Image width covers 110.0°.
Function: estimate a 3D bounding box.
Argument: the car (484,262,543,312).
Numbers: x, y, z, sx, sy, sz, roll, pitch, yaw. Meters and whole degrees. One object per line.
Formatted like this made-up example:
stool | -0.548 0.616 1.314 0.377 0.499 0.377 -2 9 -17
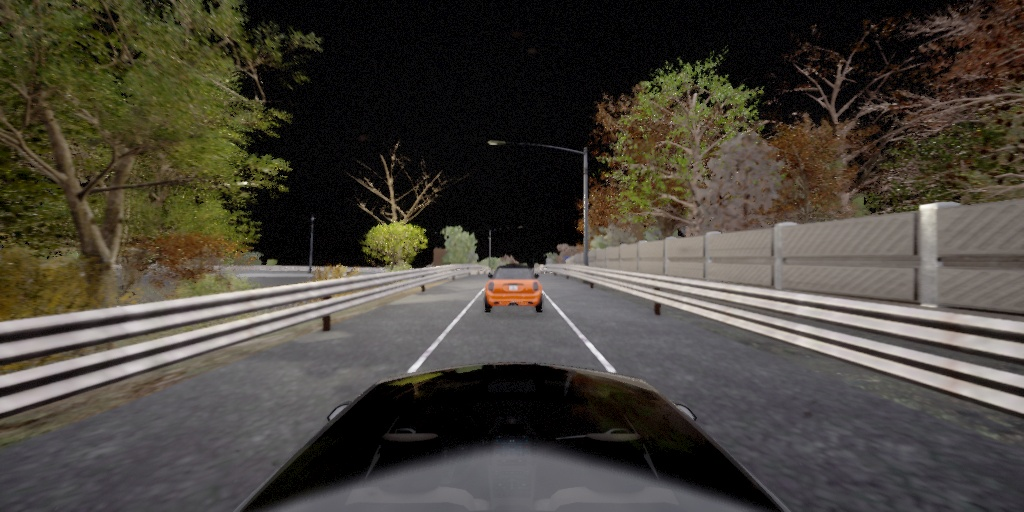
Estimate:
car | 0.065 1.129 14.566 2.097 1.767 4.553 0 0 0
